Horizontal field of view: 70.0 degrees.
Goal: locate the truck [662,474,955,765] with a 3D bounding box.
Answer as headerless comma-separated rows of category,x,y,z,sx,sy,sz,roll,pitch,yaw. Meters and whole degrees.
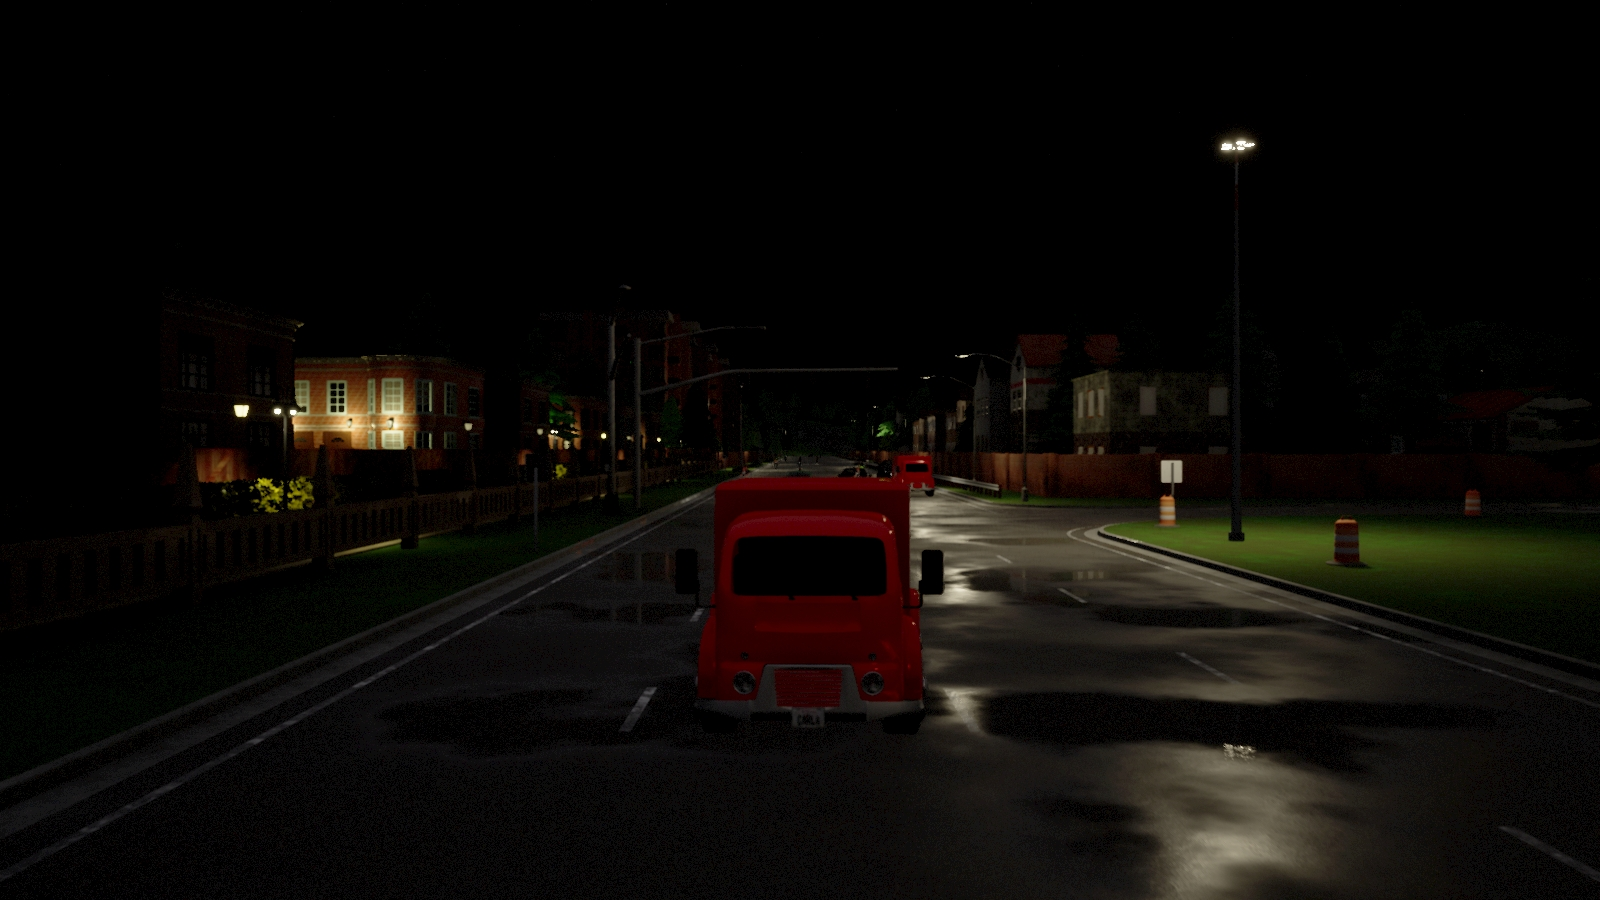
truck,0.143,1.569,12.827,2.627,2.467,5.204,0,0,2
